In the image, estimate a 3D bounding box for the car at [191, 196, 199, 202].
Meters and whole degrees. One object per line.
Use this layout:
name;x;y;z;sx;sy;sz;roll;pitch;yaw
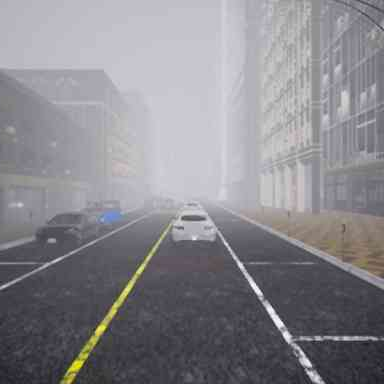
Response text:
car;0.784;1.764;87.343;1.837;1.490;4.892;0;0;1

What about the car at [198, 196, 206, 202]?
car;2.693;1.832;89.111;1.947;1.339;4.313;0;0;0

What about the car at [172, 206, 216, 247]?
car;0.082;1.565;15.224;1.812;1.442;4.674;0;0;0

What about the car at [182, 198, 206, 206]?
car;0.090;1.605;30.651;1.812;1.442;4.674;0;0;0

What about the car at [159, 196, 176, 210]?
car;-3.086;1.645;44.855;1.812;1.442;4.674;0;0;0

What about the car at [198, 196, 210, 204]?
car;2.692;1.715;66.687;1.752;1.417;4.829;0;0;0

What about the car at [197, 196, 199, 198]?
car;2.692;1.648;72.165;1.967;1.590;4.097;0;0;0

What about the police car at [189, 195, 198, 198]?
police car;0.250;1.650;77.312;1.930;1.638;5.238;0;0;-18

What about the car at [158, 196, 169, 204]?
car;-5.688;1.629;66.518;1.967;1.590;4.097;0;0;0

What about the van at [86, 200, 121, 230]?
van;-5.689;1.396;21.329;1.690;1.788;3.998;0;0;0

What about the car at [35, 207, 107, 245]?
car;-5.690;1.606;15.680;1.947;1.339;4.313;0;0;0

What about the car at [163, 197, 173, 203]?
car;-5.688;1.777;77.813;2.008;1.369;4.403;0;0;0

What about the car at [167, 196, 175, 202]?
car;-5.689;1.831;89.110;1.947;1.339;4.313;0;0;0

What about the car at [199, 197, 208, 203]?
car;2.692;1.777;77.814;2.008;1.369;4.403;0;0;0

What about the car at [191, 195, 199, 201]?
car;0.903;1.632;93.295;2.097;1.767;4.553;0;0;0

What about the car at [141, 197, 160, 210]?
car;-5.689;1.699;43.922;1.802;1.307;4.206;0;0;0

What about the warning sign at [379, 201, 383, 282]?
warning sign;5.068;1.135;7.324;1.300;1.860;1.060;0;0;0

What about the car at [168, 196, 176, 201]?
car;-5.688;1.811;94.590;1.752;1.417;4.829;0;0;0

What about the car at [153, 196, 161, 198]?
car;-5.689;1.717;49.571;1.802;1.307;4.206;0;0;0
